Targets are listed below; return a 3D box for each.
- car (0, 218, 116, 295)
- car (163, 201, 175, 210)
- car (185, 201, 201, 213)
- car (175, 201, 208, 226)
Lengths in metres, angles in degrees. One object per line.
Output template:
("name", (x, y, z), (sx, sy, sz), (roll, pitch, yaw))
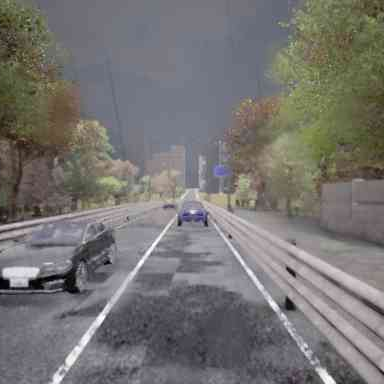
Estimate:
("car", (-3.350, 1.499, 8.893), (2.128, 1.511, 4.902), (0, 0, 0))
("car", (-3.323, 2.064, 50.428), (1.895, 1.301, 4.718), (0, -1, 0))
("car", (0.091, 1.900, 43.218), (1.994, 1.385, 4.181), (0, -1, 0))
("car", (0.071, 1.448, 24.518), (2.097, 1.767, 4.553), (0, -1, 0))
